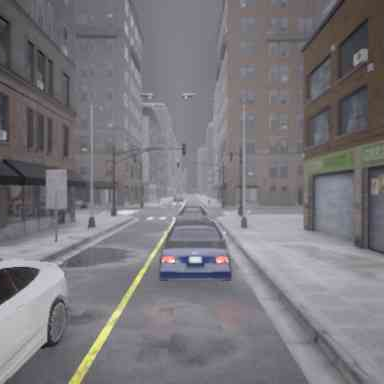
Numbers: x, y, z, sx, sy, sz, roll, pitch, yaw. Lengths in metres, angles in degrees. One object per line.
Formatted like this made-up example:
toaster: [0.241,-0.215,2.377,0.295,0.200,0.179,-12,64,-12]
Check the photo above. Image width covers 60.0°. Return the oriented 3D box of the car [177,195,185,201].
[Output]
car: [-2.766,1.372,82.884,1.812,1.442,4.674,0,0,0]

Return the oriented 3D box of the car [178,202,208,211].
car: [0.058,1.525,20.340,1.994,1.385,4.181,0,0,0]

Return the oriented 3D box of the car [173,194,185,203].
car: [-2.769,1.232,67.441,2.097,1.767,4.553,0,0,0]

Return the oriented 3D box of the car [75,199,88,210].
car: [-14.753,1.465,40.249,4.313,1.339,1.947,0,0,0]

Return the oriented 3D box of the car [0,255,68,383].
car: [-2.836,1.518,3.545,1.812,1.442,4.674,0,0,0]

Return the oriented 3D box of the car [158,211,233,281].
car: [0.081,1.528,9.794,2.033,1.411,5.357,0,0,0]
